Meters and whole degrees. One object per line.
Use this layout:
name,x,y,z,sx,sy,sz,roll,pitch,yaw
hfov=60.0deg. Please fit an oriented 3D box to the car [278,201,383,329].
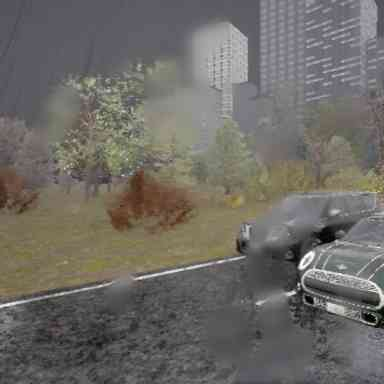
car,4.121,1.204,6.598,4.553,1.767,2.097,-2,1,-35

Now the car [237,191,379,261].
car,3.947,1.017,10.450,5.566,2.045,2.150,-2,1,-35
